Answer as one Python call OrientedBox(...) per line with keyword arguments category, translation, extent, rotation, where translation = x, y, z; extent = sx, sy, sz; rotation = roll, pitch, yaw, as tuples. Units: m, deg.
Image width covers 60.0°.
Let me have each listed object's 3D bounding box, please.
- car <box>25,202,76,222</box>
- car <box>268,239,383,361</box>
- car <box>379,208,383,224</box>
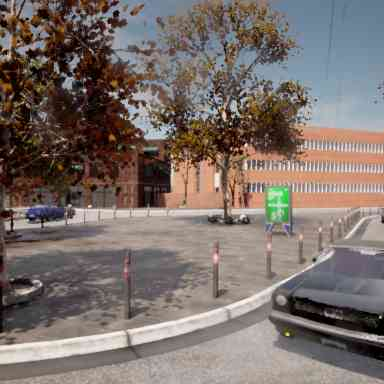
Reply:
OrientedBox(category="car", translation=(-11.217, 1.559, 26.597), extent=(1.812, 1.442, 4.674), rotation=(1, 0, 13))
OrientedBox(category="car", translation=(3.144, 1.605, 5.891), extent=(1.895, 1.301, 4.718), rotation=(0, 0, 38))
OrientedBox(category="car", translation=(15.685, 1.622, 25.585), extent=(2.128, 1.511, 4.902), rotation=(0, -1, 33))
